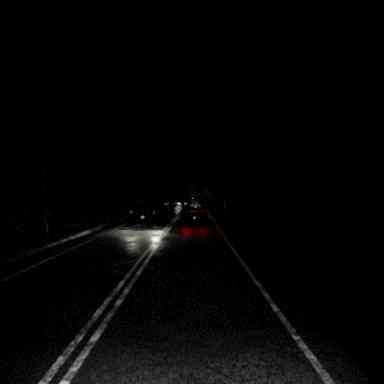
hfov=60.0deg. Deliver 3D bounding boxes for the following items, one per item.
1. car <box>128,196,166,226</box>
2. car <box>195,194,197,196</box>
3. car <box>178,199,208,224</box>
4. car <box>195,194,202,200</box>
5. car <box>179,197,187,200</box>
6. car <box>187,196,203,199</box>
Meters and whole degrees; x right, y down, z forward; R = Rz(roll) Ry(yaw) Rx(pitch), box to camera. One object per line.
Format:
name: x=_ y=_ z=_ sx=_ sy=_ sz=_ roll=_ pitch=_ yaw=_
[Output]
car: x=-3.186 y=1.315 z=24.521 sx=2.150 sy=2.045 sz=5.566 roll=0 pitch=0 yaw=1
car: x=1.546 y=1.436 z=83.268 sx=2.097 sy=1.767 sz=4.553 roll=0 pitch=0 yaw=2
car: x=0.209 y=1.587 z=25.510 sx=2.128 sy=1.511 sz=4.902 roll=0 pitch=0 yaw=1
car: x=1.856 y=1.404 z=93.300 sx=1.837 sy=1.490 sz=4.892 roll=0 pitch=0 yaw=2
car: x=-1.990 y=1.702 z=74.441 sx=1.895 sy=1.301 sz=4.718 roll=0 pitch=0 yaw=2
car: x=0.518 y=1.660 z=44.809 sx=1.812 sy=1.442 sz=4.674 roll=0 pitch=0 yaw=1
